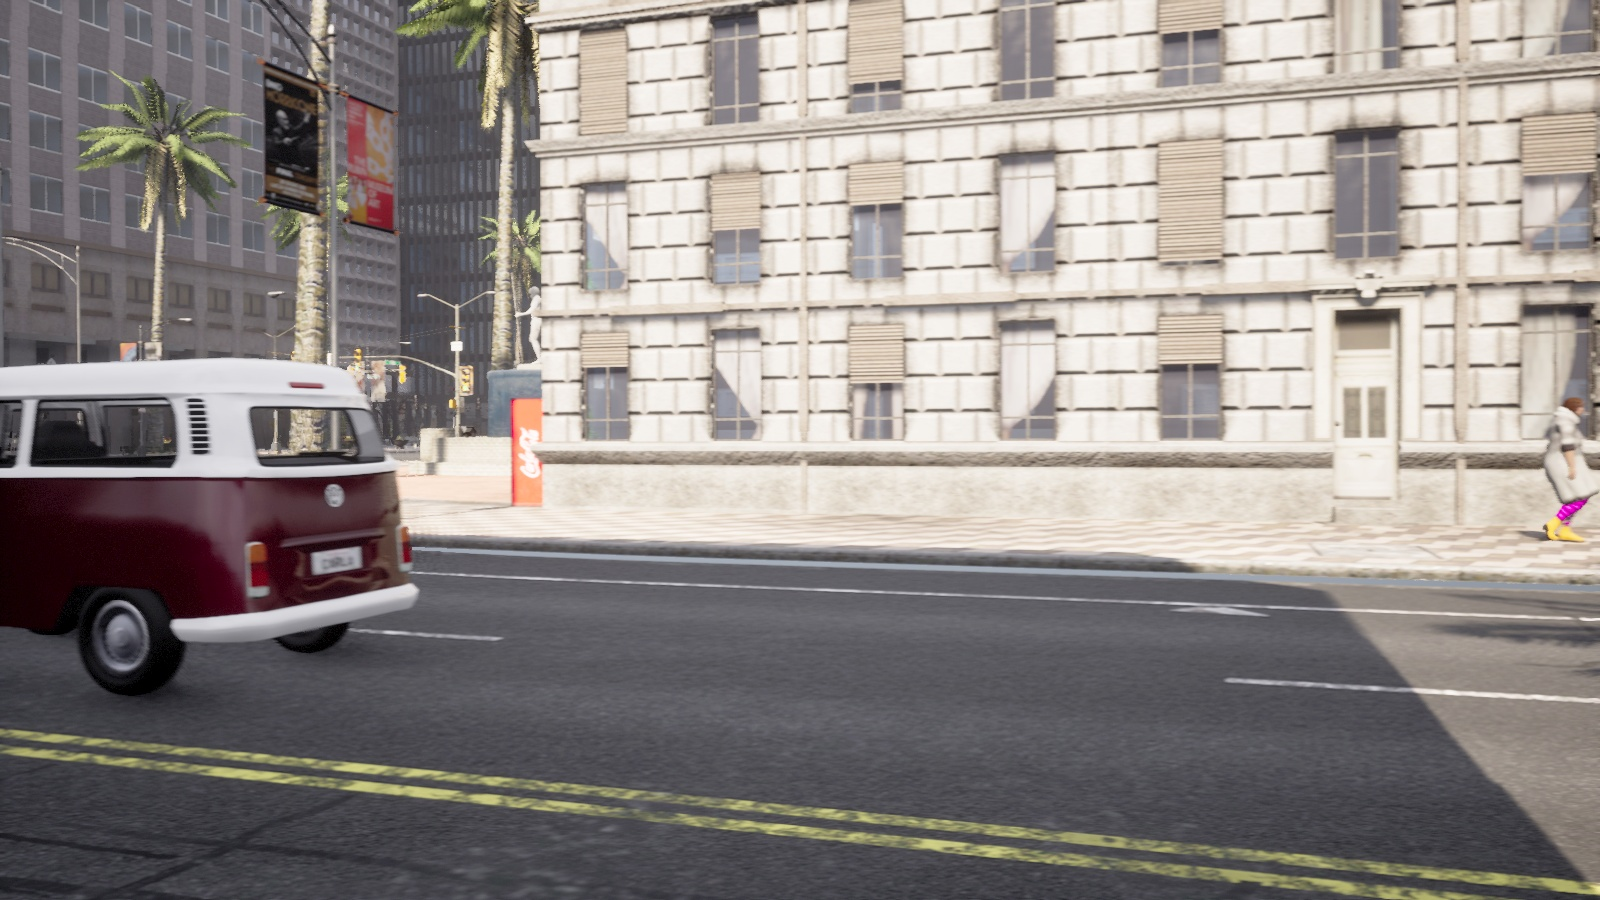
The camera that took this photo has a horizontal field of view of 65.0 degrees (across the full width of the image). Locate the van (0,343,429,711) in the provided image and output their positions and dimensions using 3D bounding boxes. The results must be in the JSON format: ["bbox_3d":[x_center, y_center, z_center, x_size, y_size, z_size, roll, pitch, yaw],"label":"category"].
[{"bbox_3d":[-5.088,0.392,8.682,4.480,2.038,2.069,1,1,20],"label":"van"}]

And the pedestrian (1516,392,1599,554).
[{"bbox_3d":[9.402,0.270,15.532,0.873,1.952,0.659,1,1,25],"label":"pedestrian"}]
